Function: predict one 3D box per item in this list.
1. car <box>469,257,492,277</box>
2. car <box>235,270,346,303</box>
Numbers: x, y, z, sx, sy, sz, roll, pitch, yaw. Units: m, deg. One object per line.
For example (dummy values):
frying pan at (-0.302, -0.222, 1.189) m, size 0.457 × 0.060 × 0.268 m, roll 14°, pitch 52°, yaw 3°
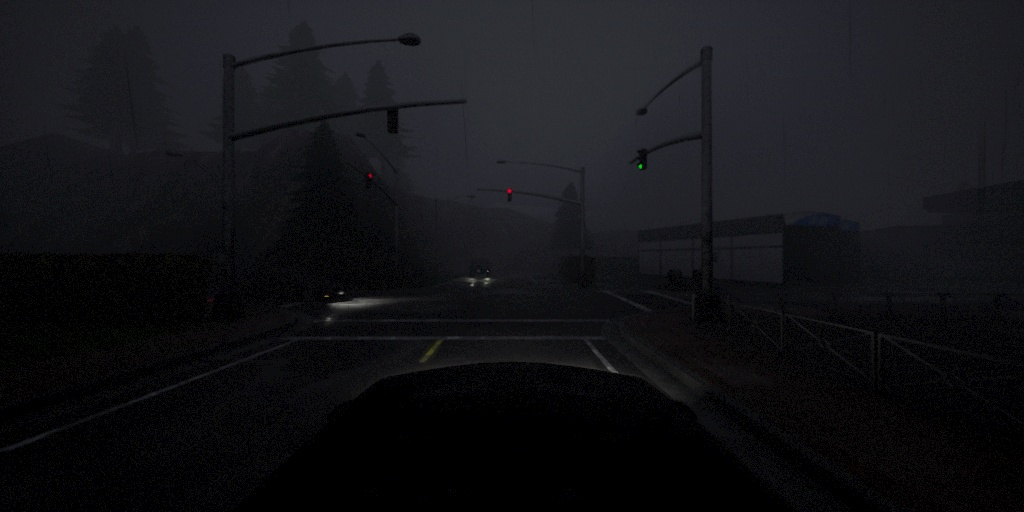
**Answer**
car at (-3.425, 1.181, 39.539) m, size 2.150 × 2.045 × 5.566 m, roll 0°, pitch 0°, yaw 0°
car at (-10.278, 1.405, 16.629) m, size 4.892 × 1.490 × 1.837 m, roll 1°, pitch 0°, yaw 3°
